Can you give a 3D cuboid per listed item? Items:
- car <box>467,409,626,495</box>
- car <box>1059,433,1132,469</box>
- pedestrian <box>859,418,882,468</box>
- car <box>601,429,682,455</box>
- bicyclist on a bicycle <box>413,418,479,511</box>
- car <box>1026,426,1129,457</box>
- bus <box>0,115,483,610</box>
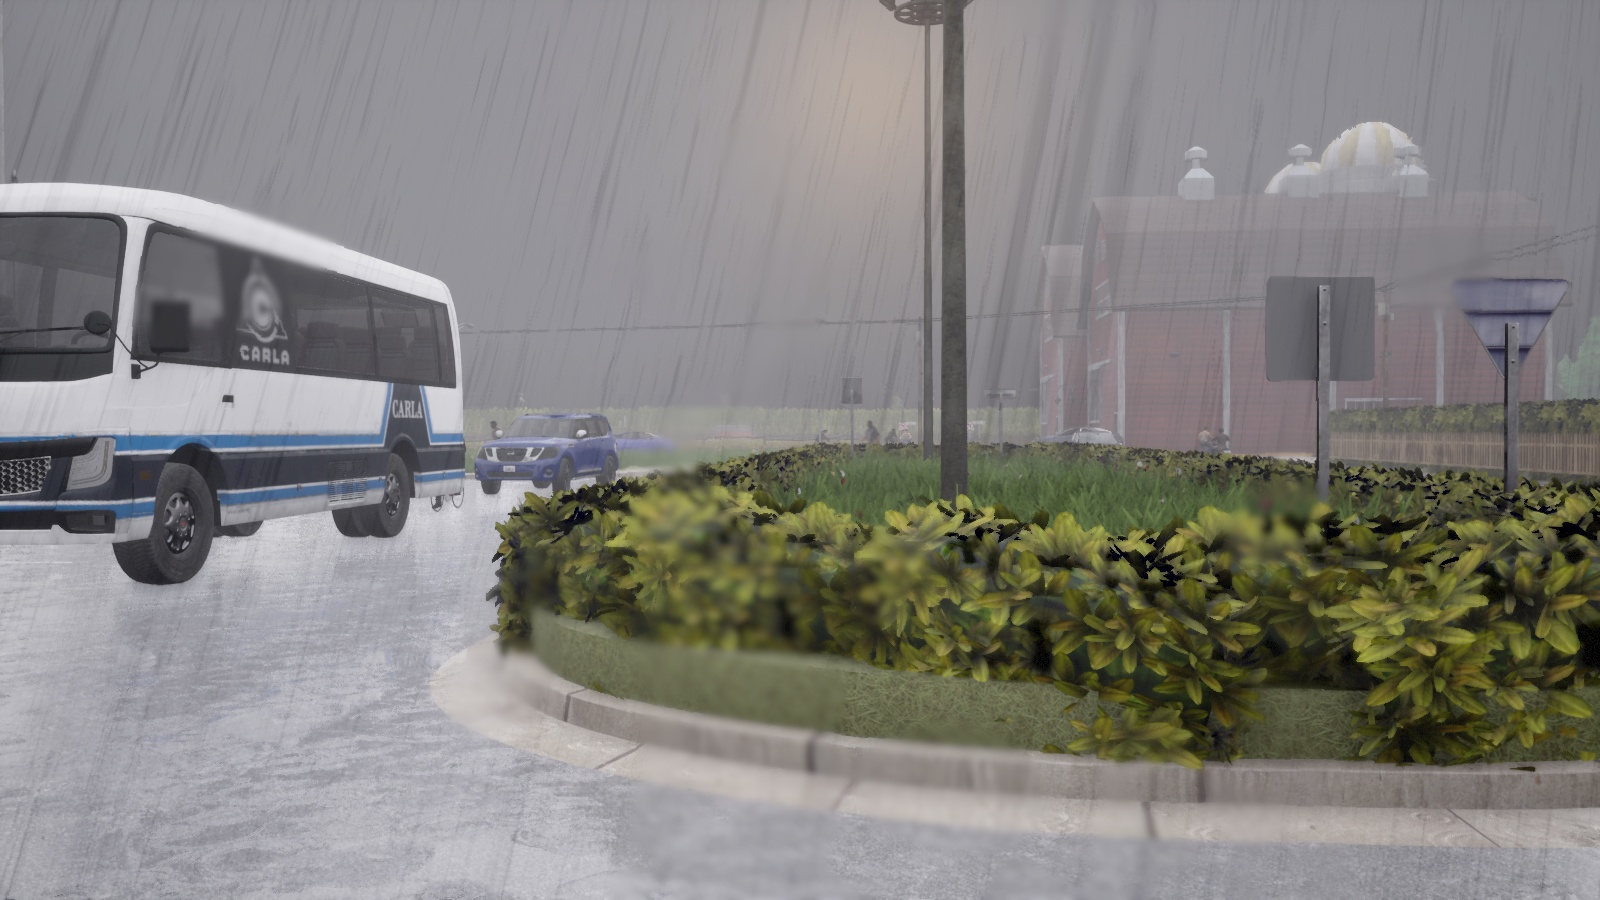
[{"bbox_3d":[-6.433,-0.002,32.691,2.150,2.045,5.566,0,1,10],"label":"car"},{"bbox_3d":[12.620,0.010,53.938,2.163,1.488,4.792,0,1,2],"label":"car"},{"bbox_3d":[2.649,-0.265,47.278,0.694,1.848,0.540,0,1,-25],"label":"pedestrian"},{"bbox_3d":[-9.444,-0.466,75.170,4.514,1.525,2.007,0,1,4],"label":"car"},{"bbox_3d":[-6.991,0.272,24.884,0.659,1.776,1.843,0,1,5],"label":"bicyclist on a bicycle"},{"bbox_3d":[15.111,-0.494,68.445,5.027,1.651,2.152,1,1,38],"label":"car"},{"bbox_3d":[-7.655,-0.836,16.062,3.944,4.253,10.273,0,1,4],"label":"bus"}]
